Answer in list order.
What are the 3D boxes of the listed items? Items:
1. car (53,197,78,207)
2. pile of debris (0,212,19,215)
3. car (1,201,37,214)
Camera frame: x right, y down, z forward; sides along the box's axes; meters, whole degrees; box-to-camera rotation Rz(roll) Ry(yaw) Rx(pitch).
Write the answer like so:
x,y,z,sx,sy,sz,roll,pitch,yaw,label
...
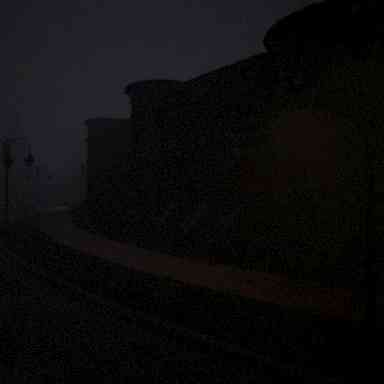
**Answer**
x,y,z,sx,sy,sz,roll,pitch,yaw,label
-20.881,1.654,55.010,1.882,1.535,5.008,0,0,12,car
-19.582,2.273,35.426,1.500,0.140,1.860,0,0,-3,pile of debris
-19.407,1.703,37.631,1.895,1.301,4.718,0,0,-1,car
